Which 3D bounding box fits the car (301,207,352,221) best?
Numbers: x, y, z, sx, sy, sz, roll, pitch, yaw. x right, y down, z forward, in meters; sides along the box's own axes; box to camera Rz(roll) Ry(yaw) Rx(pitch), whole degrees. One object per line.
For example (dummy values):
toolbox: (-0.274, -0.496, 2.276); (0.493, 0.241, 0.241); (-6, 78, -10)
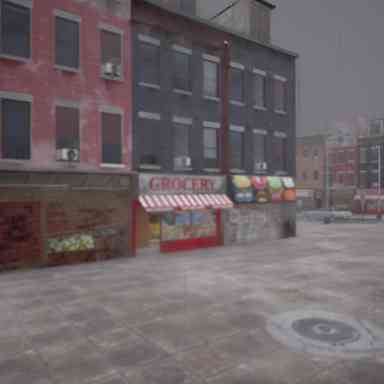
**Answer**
car: (13.509, 2.232, 33.864); (1.895, 1.301, 4.718); (0, -2, -36)
